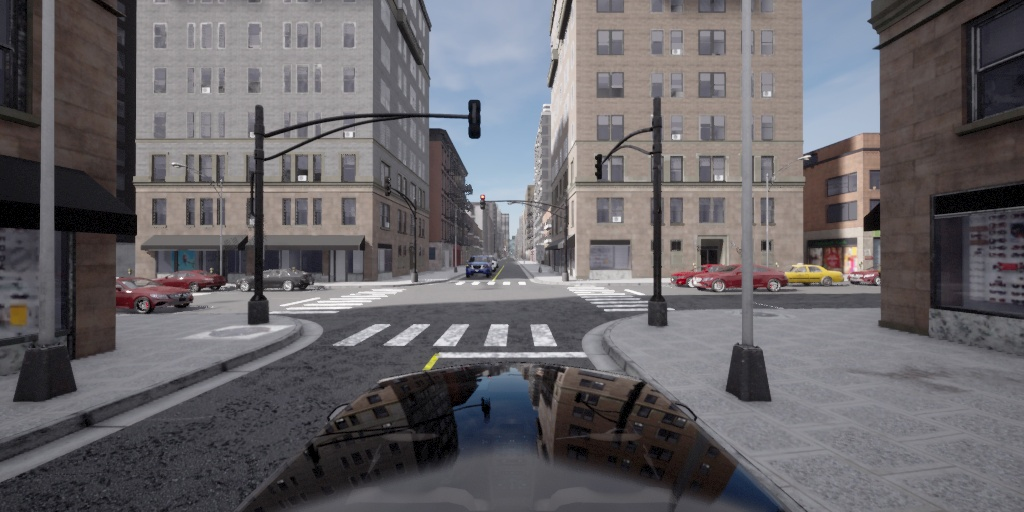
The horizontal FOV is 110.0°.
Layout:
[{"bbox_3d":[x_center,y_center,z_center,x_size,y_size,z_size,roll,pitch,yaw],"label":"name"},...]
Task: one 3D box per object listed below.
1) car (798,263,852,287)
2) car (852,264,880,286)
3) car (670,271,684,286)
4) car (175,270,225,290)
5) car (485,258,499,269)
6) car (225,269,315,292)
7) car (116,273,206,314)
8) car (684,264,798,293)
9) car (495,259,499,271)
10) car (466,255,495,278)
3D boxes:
[{"bbox_3d":[17.452,1.117,22.004,4.829,1.417,1.751,0,0,0],"label":"car"},{"bbox_3d":[23.116,1.121,21.968,4.207,1.307,1.802,0,0,0],"label":"car"},{"bbox_3d":[12.130,1.190,22.039,4.507,1.381,1.888,0,0,0],"label":"car"},{"bbox_3d":[-20.161,1.545,22.244,4.207,1.307,1.802,0,0,0],"label":"car"},{"bbox_3d":[-3.121,1.176,57.421,1.882,1.535,5.008,0,0,0],"label":"car"},{"bbox_3d":[-14.633,1.458,22.209,4.403,1.370,2.007,0,0,0],"label":"car"},{"bbox_3d":[-14.661,1.451,13.683,4.207,1.307,1.802,0,0,0],"label":"car"},{"bbox_3d":[12.186,1.157,19.283,4.674,1.442,1.812,-1,0,1],"label":"car"},{"bbox_3d":[-3.126,0.946,44.900,2.150,2.045,5.566,0,0,0],"label":"car"},{"bbox_3d":[-3.120,0.960,34.684,2.150,2.045,5.566,0,0,0],"label":"car"}]
